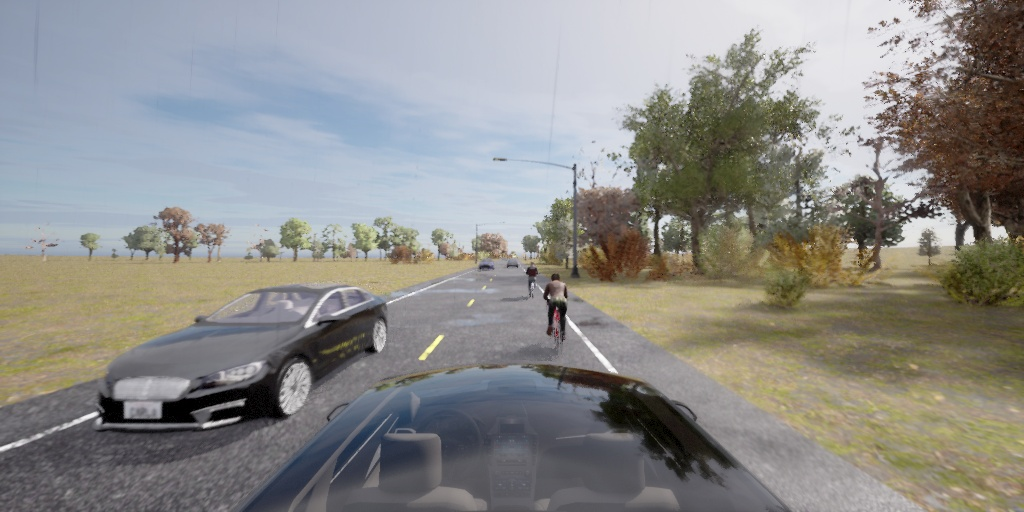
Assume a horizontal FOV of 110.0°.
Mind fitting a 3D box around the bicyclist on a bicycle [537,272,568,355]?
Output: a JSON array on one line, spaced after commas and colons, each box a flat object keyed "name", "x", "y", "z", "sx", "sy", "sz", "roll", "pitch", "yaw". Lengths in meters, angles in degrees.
[{"name": "bicyclist on a bicycle", "x": 0.962, "y": 1.202, "z": 7.769, "sx": 0.582, "sy": 1.620, "sz": 1.656, "roll": 0, "pitch": 0, "yaw": 0}]

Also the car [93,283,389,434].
[{"name": "car", "x": -3.600, "y": 1.241, "z": 5.950, "sx": 2.128, "sy": 1.511, "sz": 4.902, "roll": 0, "pitch": 0, "yaw": 0}]

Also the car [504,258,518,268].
[{"name": "car", "x": 0.099, "y": 1.309, "z": 61.617, "sx": 1.994, "sy": 1.385, "sz": 4.181, "roll": 0, "pitch": 0, "yaw": 0}]

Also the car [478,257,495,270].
[{"name": "car", "x": -3.592, "y": 1.098, "z": 51.008, "sx": 2.097, "sy": 1.767, "sz": 4.553, "roll": 0, "pitch": 0, "yaw": 0}]

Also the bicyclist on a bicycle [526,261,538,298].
[{"name": "bicyclist on a bicycle", "x": 0.962, "y": 1.119, "z": 17.157, "sx": 0.659, "sy": 1.776, "sz": 1.843, "roll": 0, "pitch": 0, "yaw": 0}]
